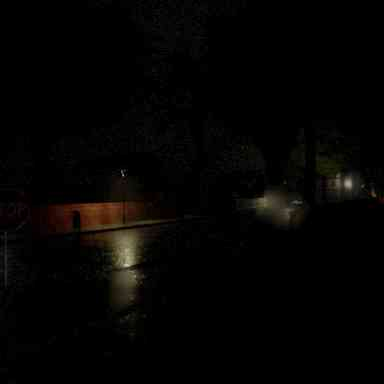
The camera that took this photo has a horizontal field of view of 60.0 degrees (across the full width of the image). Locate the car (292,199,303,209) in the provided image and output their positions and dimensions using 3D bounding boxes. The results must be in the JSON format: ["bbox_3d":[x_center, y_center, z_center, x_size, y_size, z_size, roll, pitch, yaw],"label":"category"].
[{"bbox_3d":[15.343,1.628,45.823,1.812,1.442,4.674,-1,-1,35],"label":"car"}]
